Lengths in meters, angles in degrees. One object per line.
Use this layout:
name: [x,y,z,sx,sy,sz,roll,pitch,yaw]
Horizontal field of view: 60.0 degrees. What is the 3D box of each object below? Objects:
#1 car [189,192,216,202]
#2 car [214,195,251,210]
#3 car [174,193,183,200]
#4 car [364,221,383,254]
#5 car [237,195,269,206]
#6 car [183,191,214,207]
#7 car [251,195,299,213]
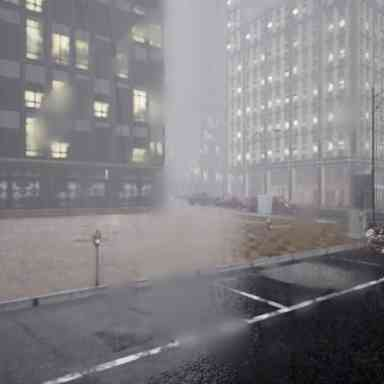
car: [1.685,0.814,54.426,1.752,1.417,4.829,1,0,-36]
car: [4.747,1.183,35.758,1.802,1.307,4.206,2,0,-36]
car: [-1.465,0.750,58.821,1.947,1.339,4.313,1,0,-36]
car: [8.182,1.485,12.394,4.097,1.590,1.967,0,0,-35]
car: [8.277,1.089,45.220,1.802,1.307,4.206,1,0,-36]
car: [1.509,0.808,40.289,2.192,1.841,5.009,2,0,-36]
car: [7.998,1.149,31.226,1.967,1.590,4.097,2,0,-36]
